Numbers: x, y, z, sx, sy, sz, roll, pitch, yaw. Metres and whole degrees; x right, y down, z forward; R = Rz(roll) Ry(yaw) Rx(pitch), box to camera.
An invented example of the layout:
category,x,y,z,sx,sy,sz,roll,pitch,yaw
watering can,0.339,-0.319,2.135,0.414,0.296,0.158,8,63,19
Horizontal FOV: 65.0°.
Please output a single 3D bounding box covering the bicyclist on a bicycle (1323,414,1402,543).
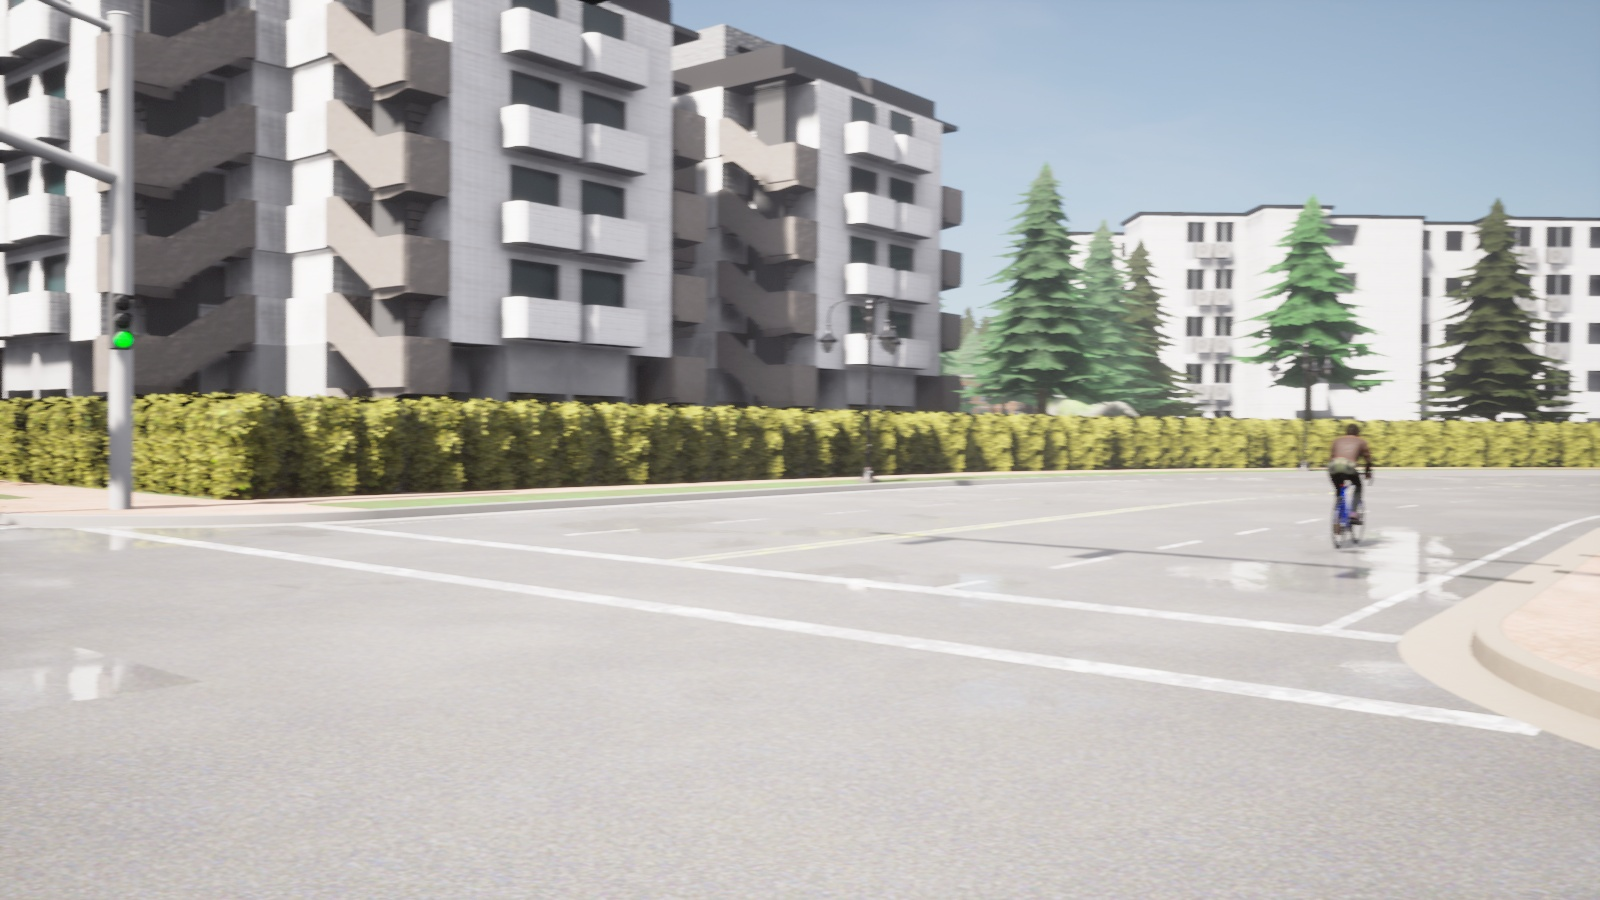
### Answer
category,x,y,z,sx,sy,sz,roll,pitch,yaw
bicyclist on a bicycle,7.424,0.345,16.531,0.582,1.620,1.656,0,1,37
